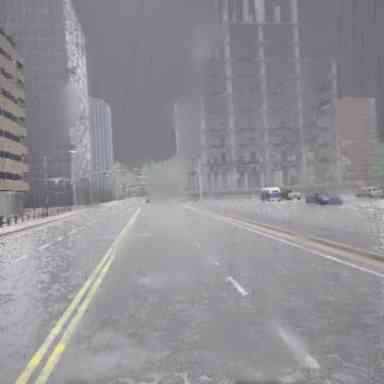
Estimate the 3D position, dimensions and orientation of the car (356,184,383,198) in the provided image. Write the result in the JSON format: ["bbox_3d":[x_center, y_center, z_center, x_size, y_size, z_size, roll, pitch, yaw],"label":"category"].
[{"bbox_3d":[23.743,0.124,44.470,1.970,1.475,3.806,-3,0,-7],"label":"car"}]

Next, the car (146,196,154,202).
[{"bbox_3d":[-11.516,1.958,91.073,1.837,1.490,4.892,-3,0,-7],"label":"car"}]

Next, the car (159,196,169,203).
[{"bbox_3d":[-6.701,1.781,81.310,1.882,1.535,5.008,-3,0,-7],"label":"car"}]

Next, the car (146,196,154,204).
[{"bbox_3d":[-10.213,2.088,81.068,1.895,1.301,4.718,-3,0,-7],"label":"car"}]

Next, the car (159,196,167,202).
[{"bbox_3d":[-8.048,1.816,91.522,2.033,1.411,5.357,-3,0,-7],"label":"car"}]
